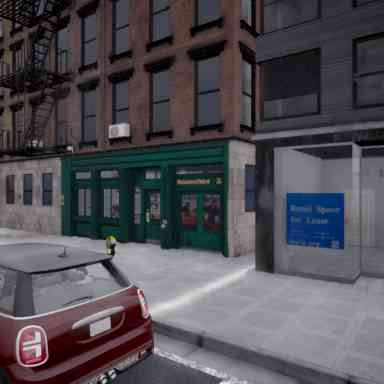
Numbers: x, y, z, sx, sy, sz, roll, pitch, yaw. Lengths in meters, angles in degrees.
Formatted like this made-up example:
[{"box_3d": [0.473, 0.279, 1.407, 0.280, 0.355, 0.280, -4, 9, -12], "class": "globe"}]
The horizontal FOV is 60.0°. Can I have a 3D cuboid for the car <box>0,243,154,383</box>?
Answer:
[{"box_3d": [-2.539, 1.440, 4.632, 4.097, 1.590, 1.967, 0, 0, 36], "class": "car"}]
